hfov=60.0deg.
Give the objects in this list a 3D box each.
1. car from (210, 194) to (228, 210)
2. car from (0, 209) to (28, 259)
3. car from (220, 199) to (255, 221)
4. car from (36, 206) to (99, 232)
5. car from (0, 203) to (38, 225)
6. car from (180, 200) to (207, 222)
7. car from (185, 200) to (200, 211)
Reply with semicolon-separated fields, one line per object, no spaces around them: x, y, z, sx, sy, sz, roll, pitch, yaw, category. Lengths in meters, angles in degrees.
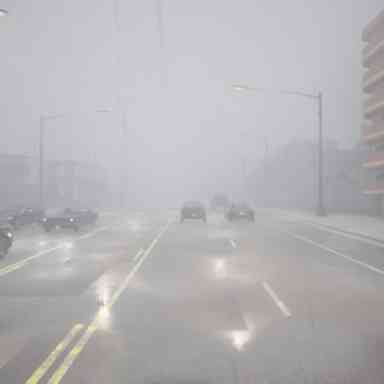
3.572;1.297;43.767;2.150;2.045;5.566;0;-1;0;car
-7.095;1.462;9.575;2.128;1.511;4.902;0;0;0;car
3.600;1.493;25.976;1.994;1.385;4.181;0;0;0;car
-7.058;1.543;19.712;1.895;1.301;4.718;0;0;0;car
-10.554;1.431;20.090;2.128;1.511;4.902;0;0;0;car
0.097;1.407;25.306;1.882;1.535;5.008;0;0;0;car
0.068;1.654;42.783;1.895;1.301;4.718;0;-1;0;car
